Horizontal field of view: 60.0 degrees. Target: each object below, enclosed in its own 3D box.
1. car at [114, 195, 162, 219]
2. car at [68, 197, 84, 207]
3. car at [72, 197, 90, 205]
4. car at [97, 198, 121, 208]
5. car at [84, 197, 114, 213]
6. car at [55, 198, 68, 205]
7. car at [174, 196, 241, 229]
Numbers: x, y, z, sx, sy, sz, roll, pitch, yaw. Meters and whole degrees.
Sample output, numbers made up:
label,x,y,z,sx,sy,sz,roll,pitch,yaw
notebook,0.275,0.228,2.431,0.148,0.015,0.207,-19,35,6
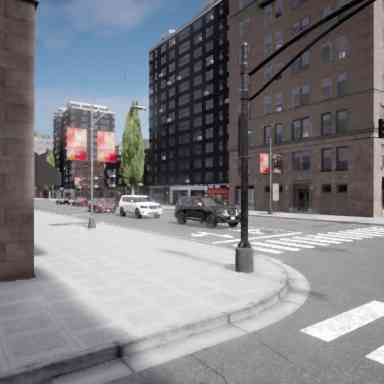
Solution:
label,x,y,z,sx,sy,sz,roll,pitch,yaw
car,-4.942,1.325,31.027,2.150,2.045,5.566,0,0,-36
car,-18.942,1.743,56.300,1.812,1.442,4.674,0,0,-36
car,-22.136,1.749,66.269,2.128,1.511,4.902,0,0,-36
car,-13.569,1.698,54.408,2.128,1.511,4.902,0,0,-36
car,-10.601,1.492,38.878,2.097,1.767,4.553,0,0,-36
car,-25.310,1.857,65.113,1.895,1.301,4.718,0,0,-36
car,0.928,1.286,22.893,2.150,2.045,5.566,0,0,-36
